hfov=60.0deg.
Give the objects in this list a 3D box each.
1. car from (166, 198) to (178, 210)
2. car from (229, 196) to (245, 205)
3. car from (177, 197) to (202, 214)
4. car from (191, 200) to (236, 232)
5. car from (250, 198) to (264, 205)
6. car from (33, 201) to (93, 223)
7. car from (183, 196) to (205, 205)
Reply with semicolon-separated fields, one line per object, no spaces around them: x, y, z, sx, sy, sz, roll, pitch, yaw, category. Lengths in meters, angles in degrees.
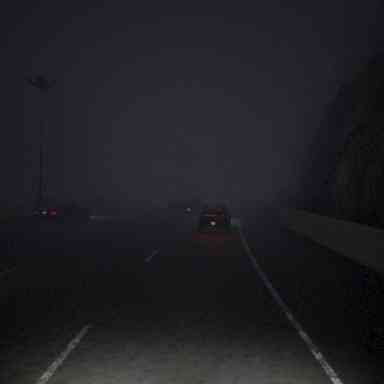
-1.859;1.514;42.366;1.812;1.442;4.674;0;0;15;car
8.526;1.484;62.794;2.097;1.767;4.553;1;0;22;car
0.227;1.517;35.708;1.837;1.490;4.892;0;-1;13;car
1.460;1.517;20.567;2.128;1.511;4.902;1;0;7;car
12.053;1.742;61.993;1.994;1.385;4.181;1;0;22;car
-9.298;1.431;24.475;2.033;1.411;5.357;1;0;10;car
0.454;1.572;62.656;2.033;1.411;5.357;1;0;23;car
